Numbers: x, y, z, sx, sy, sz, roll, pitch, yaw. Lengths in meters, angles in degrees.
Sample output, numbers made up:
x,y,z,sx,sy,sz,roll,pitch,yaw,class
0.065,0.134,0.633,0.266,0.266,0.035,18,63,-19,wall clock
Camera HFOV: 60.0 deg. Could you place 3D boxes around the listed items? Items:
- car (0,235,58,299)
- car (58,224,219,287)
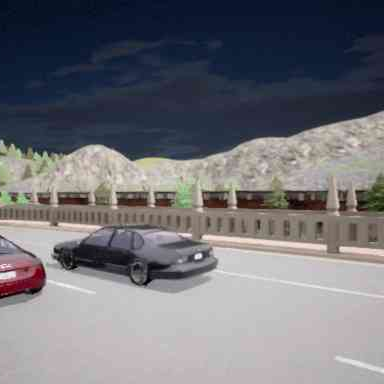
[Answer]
x,y,z,sx,sy,sz,roll,pitch,yaw,class
-5.322,1.658,7.835,4.181,1.385,1.994,-1,-1,36,car
-1.877,1.650,9.670,5.357,1.411,2.033,-1,-1,36,car
